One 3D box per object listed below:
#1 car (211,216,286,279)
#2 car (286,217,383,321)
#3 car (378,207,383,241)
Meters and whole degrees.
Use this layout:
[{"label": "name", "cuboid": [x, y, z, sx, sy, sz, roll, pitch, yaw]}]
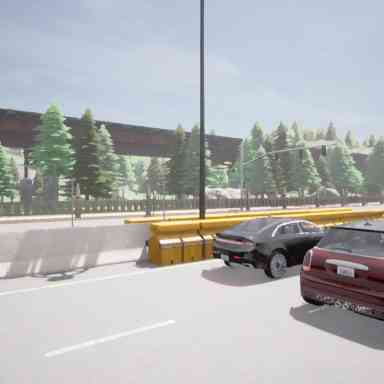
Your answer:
[{"label": "car", "cuboid": [2.825, 1.492, 10.061, 4.902, 1.511, 2.128, 0, 0, -36]}, {"label": "car", "cuboid": [4.310, 1.352, 6.825, 4.553, 1.767, 2.097, 0, 0, -36]}, {"label": "car", "cuboid": [11.309, 1.492, 16.119, 4.902, 1.511, 2.128, 0, 0, -36]}]
